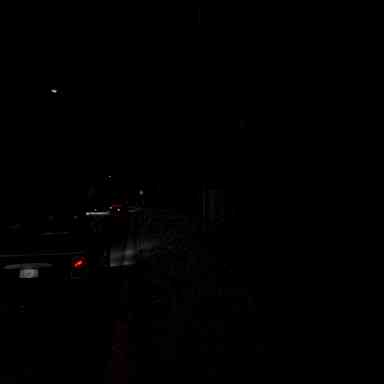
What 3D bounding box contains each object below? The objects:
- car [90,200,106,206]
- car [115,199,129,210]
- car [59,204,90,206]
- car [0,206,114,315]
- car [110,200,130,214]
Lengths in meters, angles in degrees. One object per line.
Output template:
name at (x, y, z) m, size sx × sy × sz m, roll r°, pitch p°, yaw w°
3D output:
car at (-11.679, 1.724, 41.298) m, size 2.033 × 1.411 × 5.357 m, roll 0°, pitch 0°, yaw -10°
car at (-10.089, 1.790, 48.303) m, size 1.895 × 1.301 × 4.718 m, roll 0°, pitch 0°, yaw -10°
car at (-8.687, 1.582, 23.435) m, size 1.882 × 1.535 × 5.008 m, roll 0°, pitch 0°, yaw -10°
car at (-3.068, 1.379, 7.621) m, size 2.097 × 1.767 × 4.553 m, roll 0°, pitch 0°, yaw -10°
car at (-8.258, 1.647, 37.995) m, size 1.837 × 1.490 × 4.892 m, roll 0°, pitch 0°, yaw -9°
